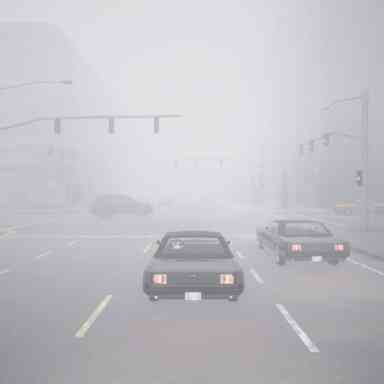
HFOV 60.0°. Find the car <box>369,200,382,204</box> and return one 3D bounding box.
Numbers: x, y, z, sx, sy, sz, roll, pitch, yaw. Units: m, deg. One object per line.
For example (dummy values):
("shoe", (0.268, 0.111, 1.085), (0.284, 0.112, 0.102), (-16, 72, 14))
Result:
("car", (19.245, 1.545, 30.761), (4.902, 1.511, 2.128), (0, 0, 0))

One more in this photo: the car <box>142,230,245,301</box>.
("car", (0.036, 1.600, 8.246), (1.895, 1.301, 4.718), (0, 0, 0))

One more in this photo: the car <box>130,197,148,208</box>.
("car", (-7.560, 1.502, 47.830), (1.837, 1.490, 4.892), (0, 0, 0))

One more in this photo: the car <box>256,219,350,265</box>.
("car", (3.539, 1.600, 11.634), (1.895, 1.301, 4.718), (0, 0, 0))

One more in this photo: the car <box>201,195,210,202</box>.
("car", (3.227, 1.591, 77.387), (1.895, 1.301, 4.718), (0, 0, 1))

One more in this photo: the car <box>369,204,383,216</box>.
("car", (3.592, 1.221, 1.882), (2.150, 2.045, 5.566), (0, 0, 0))

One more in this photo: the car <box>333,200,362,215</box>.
("car", (17.179, 1.531, 34.261), (5.008, 1.535, 1.882), (0, 0, 0))

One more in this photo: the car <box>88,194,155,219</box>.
("car", (-6.302, 1.248, 29.472), (5.566, 2.045, 2.150), (0, 1, -30))

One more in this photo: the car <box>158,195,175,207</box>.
("car", (-4.079, 1.545, 50.240), (2.033, 1.411, 5.357), (0, 0, 0))

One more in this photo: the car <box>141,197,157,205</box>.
("car", (-7.533, 1.545, 58.398), (2.033, 1.411, 5.357), (0, 0, 0))

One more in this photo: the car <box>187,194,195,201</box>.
("car", (-0.183, 1.351, 87.230), (2.097, 1.767, 4.553), (0, 0, 1))

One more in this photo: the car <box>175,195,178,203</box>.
("car", (-4.001, 1.502, 60.083), (1.837, 1.490, 4.892), (0, 0, 1))

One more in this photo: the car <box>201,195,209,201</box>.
("car", (3.318, 1.548, 87.362), (1.994, 1.385, 4.181), (0, 0, 1))
